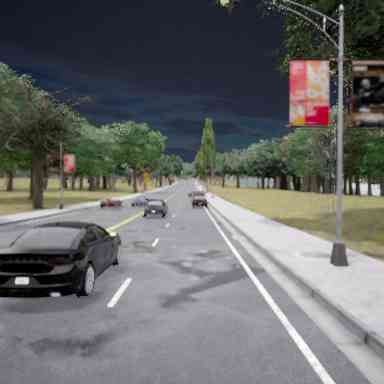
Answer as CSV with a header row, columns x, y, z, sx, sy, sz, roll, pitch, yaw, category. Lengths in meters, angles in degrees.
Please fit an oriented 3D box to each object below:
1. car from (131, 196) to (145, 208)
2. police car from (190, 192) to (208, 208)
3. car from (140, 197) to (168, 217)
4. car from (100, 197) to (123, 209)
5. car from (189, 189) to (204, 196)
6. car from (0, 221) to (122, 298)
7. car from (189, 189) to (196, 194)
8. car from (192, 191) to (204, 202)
x,y,z,sx,sy,sz,roll,pitch,yaw,category
-6.577,1.256,42.901,1.994,1.385,4.181,0,1,0,car
0.981,1.130,41.896,1.930,1.638,5.238,0,1,0,police car
-3.146,1.399,29.544,1.812,1.442,4.674,0,1,0,car
-9.834,1.323,40.718,1.895,1.301,4.718,0,1,0,car
0.982,0.781,51.809,2.150,2.045,5.566,0,1,0,car
-3.149,1.494,8.638,1.882,1.535,5.008,0,0,0,car
0.013,-0.086,91.686,1.895,1.301,4.718,0,2,0,car
0.982,0.791,57.747,2.097,1.767,4.553,0,1,0,car
